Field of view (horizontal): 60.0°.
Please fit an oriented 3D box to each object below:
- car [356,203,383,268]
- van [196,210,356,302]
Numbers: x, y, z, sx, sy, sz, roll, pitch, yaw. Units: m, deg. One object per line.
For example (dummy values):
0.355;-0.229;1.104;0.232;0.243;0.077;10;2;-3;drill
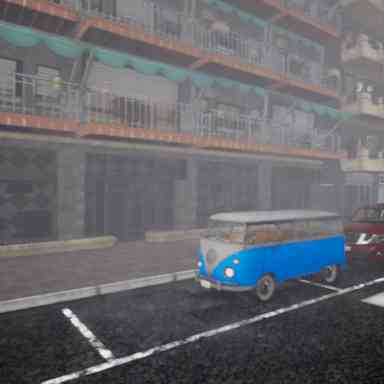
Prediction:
6.602;1.332;11.260;5.009;1.841;2.192;0;0;-35;car
1.993;1.347;7.975;3.998;1.788;1.690;0;0;-35;van
